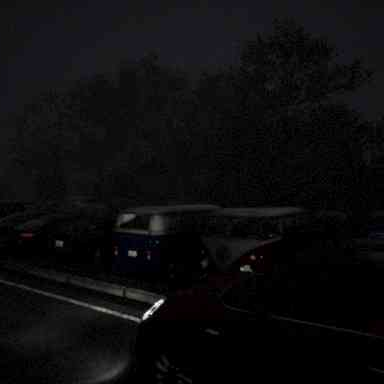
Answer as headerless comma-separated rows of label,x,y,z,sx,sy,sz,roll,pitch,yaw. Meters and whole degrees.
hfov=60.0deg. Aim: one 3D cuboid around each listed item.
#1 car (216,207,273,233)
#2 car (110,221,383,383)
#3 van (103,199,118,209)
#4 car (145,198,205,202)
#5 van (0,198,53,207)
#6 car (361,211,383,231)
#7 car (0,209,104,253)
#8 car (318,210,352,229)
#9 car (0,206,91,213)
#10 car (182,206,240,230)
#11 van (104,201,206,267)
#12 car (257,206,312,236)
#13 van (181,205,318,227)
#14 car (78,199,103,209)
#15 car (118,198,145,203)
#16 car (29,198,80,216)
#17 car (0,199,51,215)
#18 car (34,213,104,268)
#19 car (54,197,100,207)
car,3.839,1.851,23.386,2.163,1.488,4.792,0,-1,34
car,1.530,1.410,3.579,4.553,1.767,2.097,0,-1,34
van,-5.343,1.550,29.643,1.878,1.987,4.442,0,-1,33
car,-0.792,1.551,26.457,2.435,2.045,5.566,0,-1,34
van,-9.754,1.383,16.879,1.878,1.987,4.442,0,-1,33
car,10.796,1.820,18.810,2.231,1.521,4.892,0,-1,33
car,-5.144,1.668,13.680,2.002,1.452,4.674,0,-1,33
car,8.480,1.821,20.344,2.097,1.535,5.008,0,-1,33
car,-7.476,1.619,15.235,2.231,1.521,4.892,0,-1,34
car,1.550,1.842,24.971,2.163,1.488,4.792,0,-1,34
van,-0.397,1.410,10.686,1.878,1.987,4.442,0,-1,33
car,6.269,1.821,22.035,1.946,1.575,5.366,0,-1,34
van,1.810,1.407,8.946,1.878,1.987,4.442,0,-1,33
car,-7.621,1.757,31.230,1.946,1.575,5.366,0,-1,33
car,-3.076,1.540,28.037,2.435,2.045,5.566,0,-1,33
car,-14.650,1.582,35.699,2.185,1.767,4.553,0,-1,34
car,-19.399,1.668,38.581,1.946,1.575,5.366,0,-1,33
car,-2.785,1.664,12.157,2.163,1.488,4.792,0,-1,33
car,-10.019,1.490,32.634,2.435,2.045,5.566,0,-1,33
